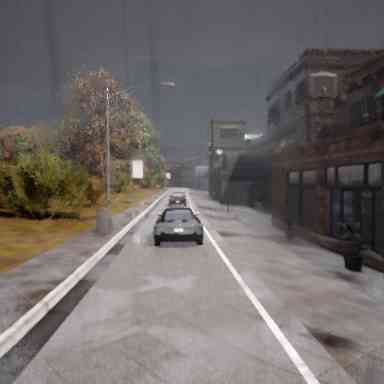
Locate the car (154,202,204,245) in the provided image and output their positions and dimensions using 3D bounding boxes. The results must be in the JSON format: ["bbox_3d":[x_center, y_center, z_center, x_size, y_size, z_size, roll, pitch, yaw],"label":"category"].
[{"bbox_3d":[-0.588,1.349,14.465,1.994,1.385,4.181,0,1,-3],"label":"car"}]

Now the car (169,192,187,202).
[{"bbox_3d":[-1.504,0.734,35.394,1.812,1.442,4.674,0,2,-2],"label":"car"}]
